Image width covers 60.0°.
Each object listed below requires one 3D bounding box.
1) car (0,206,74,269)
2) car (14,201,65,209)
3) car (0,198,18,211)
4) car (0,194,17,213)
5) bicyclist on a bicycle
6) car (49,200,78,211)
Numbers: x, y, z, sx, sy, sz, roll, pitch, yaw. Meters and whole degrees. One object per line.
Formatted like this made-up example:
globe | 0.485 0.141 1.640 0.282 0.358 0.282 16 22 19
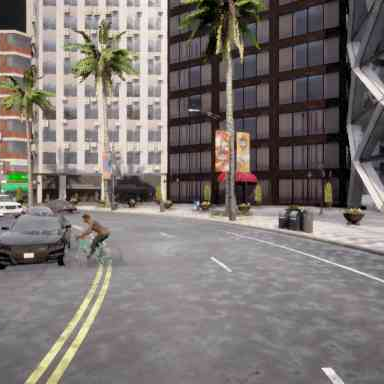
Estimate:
car | -5.267 1.478 11.543 1.882 1.535 5.008 0 0 -18
car | -9.575 1.526 20.645 1.812 1.442 4.674 0 0 -35
car | -23.673 1.526 40.649 4.674 1.442 1.812 0 0 24
car | -16.602 1.221 28.428 5.566 2.045 2.150 0 0 39
bicyclist on a bicycle | -2.896 1.455 9.722 1.656 1.620 0.582 -2 0 -12
car | -14.573 1.547 35.681 5.357 1.411 2.033 0 0 35
